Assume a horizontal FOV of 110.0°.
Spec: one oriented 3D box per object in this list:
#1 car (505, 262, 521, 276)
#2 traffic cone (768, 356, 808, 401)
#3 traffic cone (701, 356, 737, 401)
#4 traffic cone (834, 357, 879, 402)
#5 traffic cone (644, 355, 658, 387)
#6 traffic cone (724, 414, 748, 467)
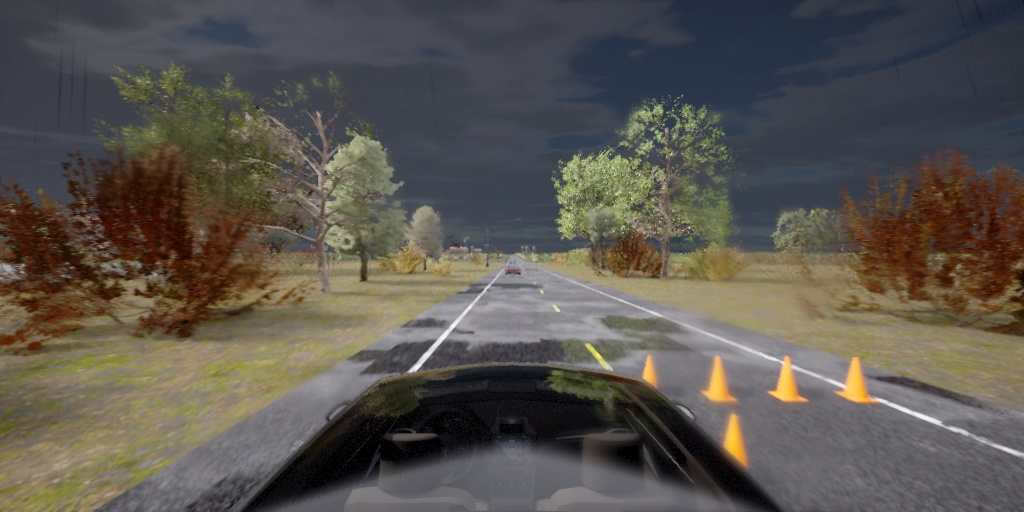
[{"bbox_3d":[0.136,1.652,41.692,1.895,1.301,4.718,0,0,0],"label":"car"},{"bbox_3d":[4.008,1.760,5.223,0.340,0.580,0.340,0,0,0],"label":"traffic cone"},{"bbox_3d":[3.009,1.753,5.226,0.340,0.580,0.340,0,0,0],"label":"traffic cone"},{"bbox_3d":[5.008,1.766,5.219,0.340,0.580,0.340,0,0,0],"label":"traffic cone"},{"bbox_3d":[2.009,1.747,5.230,0.340,0.580,0.340,0,0,0],"label":"traffic cone"},{"bbox_3d":[2.001,1.731,3.231,0.340,0.580,0.340,0,0,0],"label":"traffic cone"}]
